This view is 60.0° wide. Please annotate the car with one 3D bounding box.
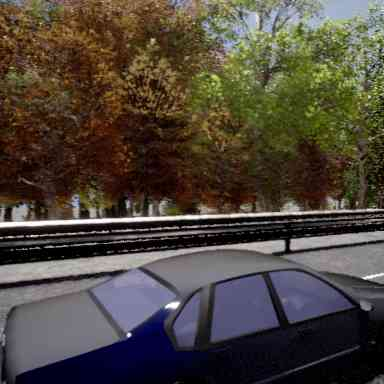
[{"bbox_3d":[0.610,1.467,4.065,5.357,1.411,2.033,0,1,-29],"label":"car"}]
